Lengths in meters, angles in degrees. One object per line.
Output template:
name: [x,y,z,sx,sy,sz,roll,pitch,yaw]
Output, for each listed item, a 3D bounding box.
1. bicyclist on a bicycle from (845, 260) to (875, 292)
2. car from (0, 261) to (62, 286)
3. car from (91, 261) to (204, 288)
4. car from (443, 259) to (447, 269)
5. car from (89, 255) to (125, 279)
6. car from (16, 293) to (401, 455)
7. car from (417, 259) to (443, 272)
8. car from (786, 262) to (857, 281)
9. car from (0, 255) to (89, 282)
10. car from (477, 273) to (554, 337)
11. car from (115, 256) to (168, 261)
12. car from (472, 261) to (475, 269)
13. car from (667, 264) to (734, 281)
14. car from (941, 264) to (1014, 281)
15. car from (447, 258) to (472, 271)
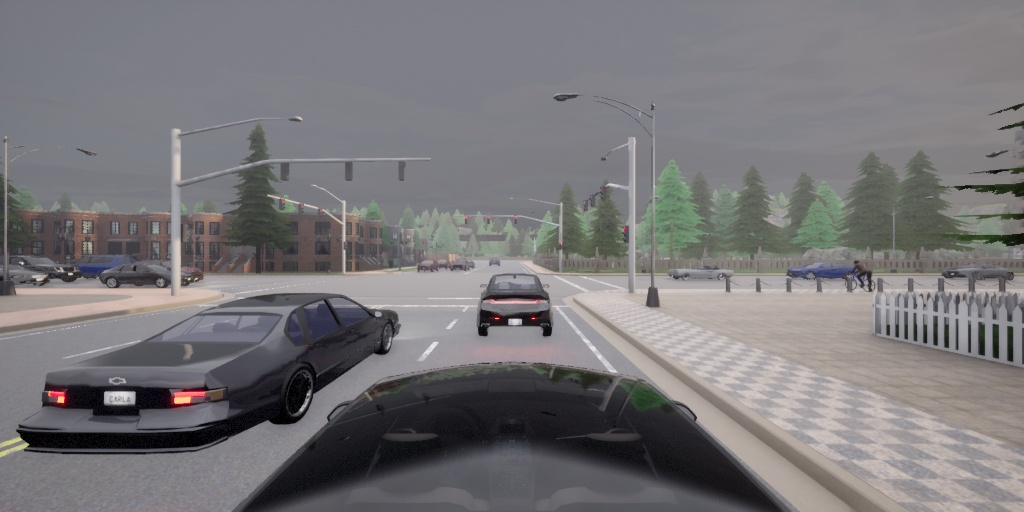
bicyclist on a bicycle: [18.248,1.052,18.826,0.582,1.620,1.656,0,0,0]
car: [-32.555,1.242,22.709,4.902,1.511,2.128,0,0,-4]
car: [-23.190,1.255,22.950,4.892,1.490,1.837,0,0,-3]
car: [-10.585,1.228,54.985,1.882,1.535,5.008,0,0,0]
car: [-34.358,0.971,29.895,5.566,2.045,2.150,0,0,-4]
car: [-3.437,1.297,5.669,2.033,1.411,5.357,0,0,0]
car: [-10.581,1.228,45.534,1.882,1.535,5.008,0,0,0]
car: [25.645,1.228,29.802,5.008,1.535,1.882,0,0,0]
car: [-35.173,0.971,26.036,5.566,2.045,2.150,0,0,-6]
car: [0.081,1.242,10.337,2.128,1.511,4.902,0,0,0]
car: [-25.593,1.102,26.433,4.553,1.767,2.097,0,0,-2]
car: [-7.064,1.314,57.566,1.994,1.385,4.181,0,0,0]
car: [15.560,1.351,29.812,4.718,1.301,1.895,0,0,0]
car: [38.582,1.314,29.772,4.181,1.385,1.994,0,0,0]
car: [-7.065,1.102,48.928,2.097,1.767,4.553,0,0,0]
